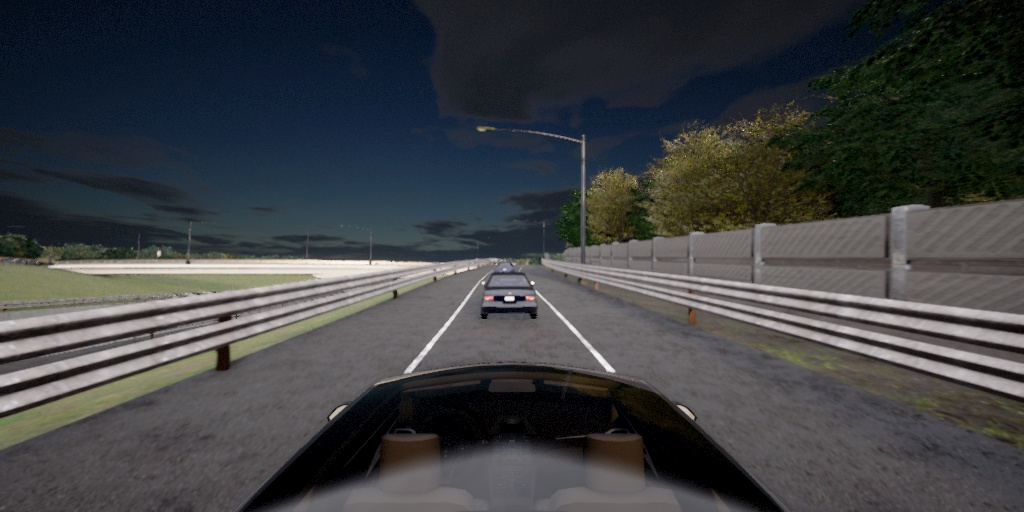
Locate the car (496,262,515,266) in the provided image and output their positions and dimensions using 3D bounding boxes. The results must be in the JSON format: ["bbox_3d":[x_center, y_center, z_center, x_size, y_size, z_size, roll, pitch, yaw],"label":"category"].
[{"bbox_3d":[-0.646,1.219,34.800,1.994,1.385,4.181,0,0,0],"label":"car"}]

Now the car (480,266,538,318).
[{"bbox_3d":[-0.137,1.269,12.858,2.033,1.411,5.357,0,0,-2],"label":"car"}]
